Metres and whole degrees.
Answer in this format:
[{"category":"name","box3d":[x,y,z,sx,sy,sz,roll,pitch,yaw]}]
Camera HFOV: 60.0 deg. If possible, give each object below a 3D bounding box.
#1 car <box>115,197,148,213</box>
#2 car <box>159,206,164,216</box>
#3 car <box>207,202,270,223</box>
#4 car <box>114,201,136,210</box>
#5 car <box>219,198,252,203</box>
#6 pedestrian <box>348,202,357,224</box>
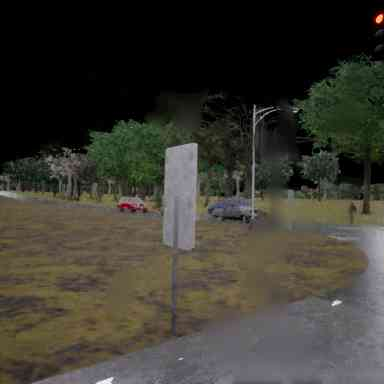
[{"category":"car","box3d":[-7.921,1.680,44.431,2.150,2.045,5.566,3,-2,-34]},{"category":"car","box3d":[-1.834,1.928,35.903,1.994,1.385,4.181,3,-2,-37]},{"category":"car","box3d":[3.976,1.793,27.846,2.033,1.411,5.357,3,-2,-36]},{"category":"car","box3d":[-11.171,2.271,55.231,1.895,1.301,4.718,3,-2,-36]},{"category":"car","box3d":[3.943,1.671,34.295,2.150,2.045,5.566,3,-2,-36]},{"category":"pedestrian","box3d":[13.367,1.718,27.817,0.375,1.860,0.375,2,-1,-36]}]
